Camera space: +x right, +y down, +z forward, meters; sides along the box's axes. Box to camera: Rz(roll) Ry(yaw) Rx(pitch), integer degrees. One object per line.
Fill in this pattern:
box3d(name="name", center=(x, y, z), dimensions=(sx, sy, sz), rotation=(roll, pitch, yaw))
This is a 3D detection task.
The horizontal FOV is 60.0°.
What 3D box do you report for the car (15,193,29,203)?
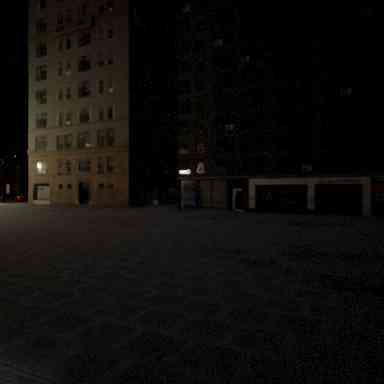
box3d(name="car", center=(-26.645, 0.929, 54.832), dimensions=(2.097, 1.767, 4.553), rotation=(0, 0, 26))
